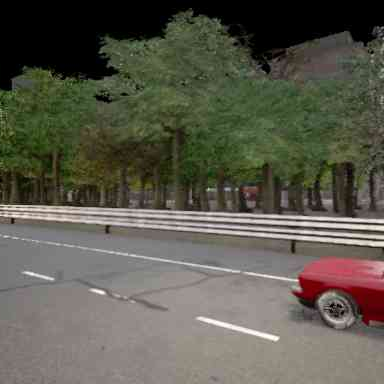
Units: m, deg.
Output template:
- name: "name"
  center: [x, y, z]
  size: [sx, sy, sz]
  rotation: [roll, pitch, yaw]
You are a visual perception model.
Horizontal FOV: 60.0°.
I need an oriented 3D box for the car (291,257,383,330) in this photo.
- name: "car"
  center: [4.103, 1.602, 5.241]
  size: [4.718, 1.301, 1.895]
  rotation: [0, 0, 35]
